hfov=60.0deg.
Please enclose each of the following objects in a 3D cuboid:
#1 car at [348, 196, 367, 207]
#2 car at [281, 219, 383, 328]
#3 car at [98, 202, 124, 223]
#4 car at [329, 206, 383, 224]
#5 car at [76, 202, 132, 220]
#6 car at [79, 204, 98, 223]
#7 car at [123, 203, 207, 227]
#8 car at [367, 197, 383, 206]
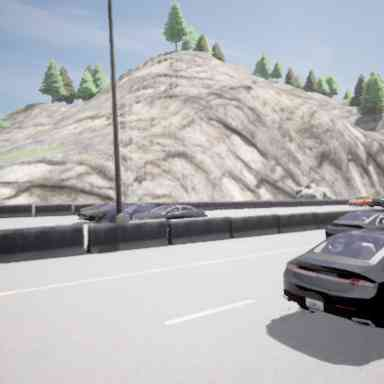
[{"bbox_3d":[26.971,1.478,53.286,4.553,1.767,2.097,0,0,-35],"label":"car"},{"bbox_3d":[3.852,1.508,6.501,4.902,1.511,2.128,0,0,-35],"label":"car"},{"bbox_3d":[-3.669,1.549,22.875,4.674,1.442,1.812,0,0,-36],"label":"car"},{"bbox_3d":[7.285,1.524,13.250,4.902,1.511,2.128,0,0,-36],"label":"car"},{"bbox_3d":[-7.560,1.587,28.697,4.181,1.385,1.994,0,0,-36],"label":"car"},{"bbox_3d":[-5.803,1.570,25.653,5.357,1.411,2.033,0,0,-36],"label":"car"},{"bbox_3d":[-1.323,1.516,20.250,4.902,1.511,2.128,0,0,-35],"label":"car"},{"bbox_3d":[29.040,1.727,50.467,4.718,1.301,1.895,0,0,-35],"label":"car"}]
